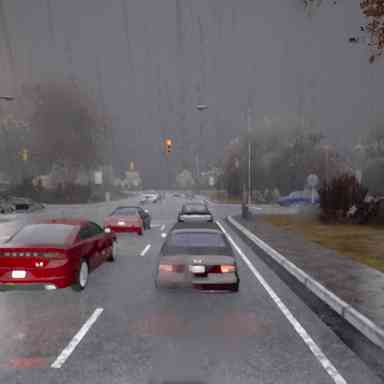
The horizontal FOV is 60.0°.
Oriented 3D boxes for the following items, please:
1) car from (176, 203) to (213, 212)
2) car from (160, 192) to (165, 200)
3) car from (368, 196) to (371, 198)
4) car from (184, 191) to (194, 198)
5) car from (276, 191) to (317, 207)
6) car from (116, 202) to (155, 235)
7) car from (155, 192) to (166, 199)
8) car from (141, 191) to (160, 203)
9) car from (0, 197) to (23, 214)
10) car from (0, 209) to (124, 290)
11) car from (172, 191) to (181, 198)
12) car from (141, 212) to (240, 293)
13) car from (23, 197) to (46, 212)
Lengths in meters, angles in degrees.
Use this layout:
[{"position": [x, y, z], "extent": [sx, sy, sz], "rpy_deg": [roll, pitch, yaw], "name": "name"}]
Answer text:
[{"position": [0.138, 1.377, 18.611], "extent": [2.128, 1.511, 4.902], "rpy_deg": [0, 1, -1], "name": "car"}, {"position": [-7.021, 0.950, 65.409], "extent": [2.128, 1.511, 4.902], "rpy_deg": [0, 1, 0], "name": "car"}, {"position": [24.086, 1.208, 43.767], "extent": [5.357, 1.411, 2.033], "rpy_deg": [0, 1, -3], "name": "car"}, {"position": [-0.449, 0.699, 86.177], "extent": [2.128, 1.511, 4.902], "rpy_deg": [0, 1, -4], "name": "car"}, {"position": [13.785, 0.888, 43.188], "extent": [5.566, 2.045, 2.150], "rpy_deg": [0, 1, -4], "name": "car"}, {"position": [-3.390, 1.455, 17.980], "extent": [1.994, 1.385, 4.181], "rpy_deg": [0, 1, 0], "name": "car"}, {"position": [-7.086, 0.858, 75.797], "extent": [2.128, 1.511, 4.902], "rpy_deg": [0, 1, -1], "name": "car"}, {"position": [-7.066, 0.780, 55.236], "extent": [2.150, 2.045, 5.566], "rpy_deg": [0, 1, 0], "name": "car"}, {"position": [-18.844, 1.269, 30.642], "extent": [4.902, 1.511, 2.128], "rpy_deg": [0, 1, -3], "name": "car"}, {"position": [-3.393, 1.444, 8.993], "extent": [1.882, 1.535, 5.008], "rpy_deg": [0, 0, 0], "name": "car"}, {"position": [-3.950, 0.771, 86.094], "extent": [1.895, 1.301, 4.718], "rpy_deg": [0, 1, -4], "name": "car"}, {"position": [0.104, 1.514, 8.919], "extent": [2.033, 1.411, 5.357], "rpy_deg": [0, 0, 0], "name": "car"}, {"position": [-17.786, 1.235, 34.441], "extent": [4.902, 1.511, 2.128], "rpy_deg": [0, 1, -6], "name": "car"}]
